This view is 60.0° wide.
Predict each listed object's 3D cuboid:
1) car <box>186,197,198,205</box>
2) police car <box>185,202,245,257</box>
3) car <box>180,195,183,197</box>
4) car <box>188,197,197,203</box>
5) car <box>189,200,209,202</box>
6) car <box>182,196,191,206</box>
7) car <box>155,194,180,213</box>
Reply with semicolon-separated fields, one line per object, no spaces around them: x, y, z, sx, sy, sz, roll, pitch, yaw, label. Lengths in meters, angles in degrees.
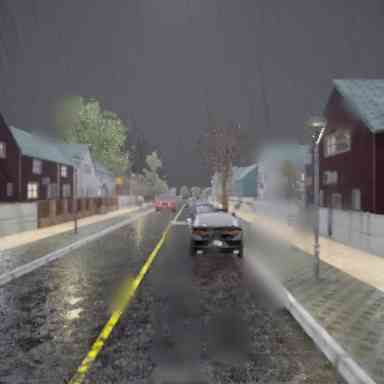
-0.012;1.637;62.712;2.128;1.511;4.902;0;0;0;car
0.822;1.418;13.047;1.930;1.638;5.238;0;0;0;police car
-2.766;1.400;79.208;1.812;1.442;4.674;0;0;0;car
0.820;1.481;28.939;1.882;1.535;5.008;0;0;0;car
0.821;1.520;22.938;1.812;1.442;4.674;0;0;0;car
-0.001;1.555;47.913;2.128;1.511;4.902;0;0;0;car
-2.847;1.243;37.456;2.150;2.045;5.566;0;0;0;car
